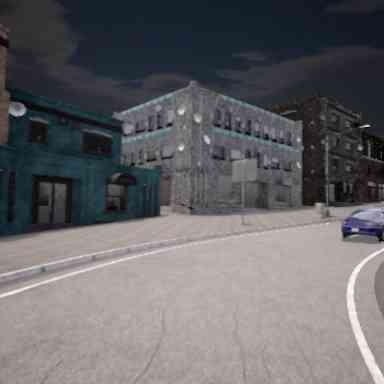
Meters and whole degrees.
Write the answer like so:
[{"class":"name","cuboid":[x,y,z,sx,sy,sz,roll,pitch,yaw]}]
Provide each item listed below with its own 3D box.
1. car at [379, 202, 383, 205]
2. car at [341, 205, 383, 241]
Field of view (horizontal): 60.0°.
[{"class":"car","cuboid":[17.839,1.597,29.887,4.892,1.490,1.837,-1,-1,-42]},{"class":"car","cuboid":[9.143,1.573,16.861,4.674,1.442,1.812,0,-1,-44]}]
